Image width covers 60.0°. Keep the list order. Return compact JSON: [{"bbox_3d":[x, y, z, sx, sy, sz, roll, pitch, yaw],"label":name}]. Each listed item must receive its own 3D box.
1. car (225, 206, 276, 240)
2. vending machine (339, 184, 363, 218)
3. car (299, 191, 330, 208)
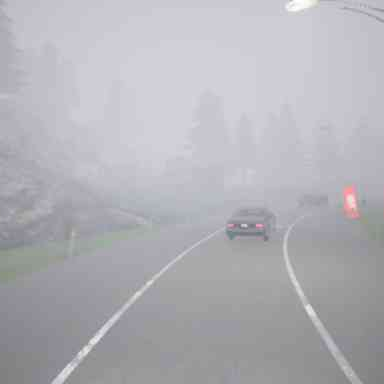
[{"bbox_3d":[2.977,1.381,16.147,2.033,1.411,5.357,-1,1,19],"label":"car"},{"bbox_3d":[10.506,0.652,21.981,1.100,2.100,0.880,-8,-8,27],"label":"vending machine"},{"bbox_3d":[12.010,0.661,32.657,2.128,1.511,4.902,-3,1,37],"label":"car"}]
